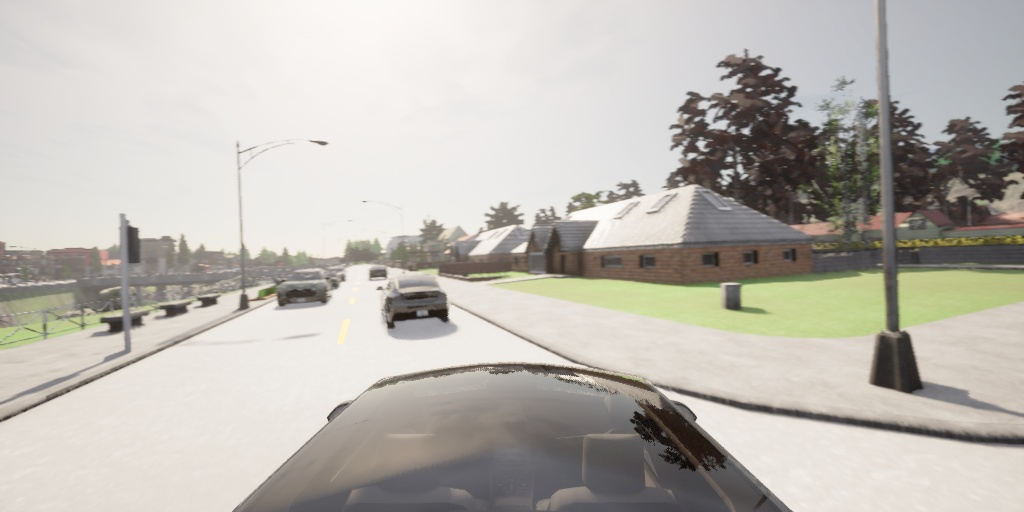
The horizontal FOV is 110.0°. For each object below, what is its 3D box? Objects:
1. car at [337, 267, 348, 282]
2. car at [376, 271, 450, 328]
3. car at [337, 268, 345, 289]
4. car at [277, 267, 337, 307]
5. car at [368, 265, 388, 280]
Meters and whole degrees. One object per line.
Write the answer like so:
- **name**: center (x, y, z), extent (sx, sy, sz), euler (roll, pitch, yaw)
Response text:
- **car**: center (-18.487, 1.957, 37.805), extent (1.837, 1.490, 4.892), euler (-2, 0, -22)
- **car**: center (-3.427, 1.381, 12.222), extent (1.837, 1.490, 4.892), euler (-2, 0, -23)
- **car**: center (-14.538, 1.905, 28.129), extent (1.895, 1.301, 4.718), euler (-2, 0, -22)
- **car**: center (-10.693, 1.512, 18.765), extent (2.097, 1.767, 4.553), euler (-2, 0, -22)
- **car**: center (-14.697, 1.778, 39.346), extent (1.882, 1.535, 5.008), euler (-2, 0, -22)
